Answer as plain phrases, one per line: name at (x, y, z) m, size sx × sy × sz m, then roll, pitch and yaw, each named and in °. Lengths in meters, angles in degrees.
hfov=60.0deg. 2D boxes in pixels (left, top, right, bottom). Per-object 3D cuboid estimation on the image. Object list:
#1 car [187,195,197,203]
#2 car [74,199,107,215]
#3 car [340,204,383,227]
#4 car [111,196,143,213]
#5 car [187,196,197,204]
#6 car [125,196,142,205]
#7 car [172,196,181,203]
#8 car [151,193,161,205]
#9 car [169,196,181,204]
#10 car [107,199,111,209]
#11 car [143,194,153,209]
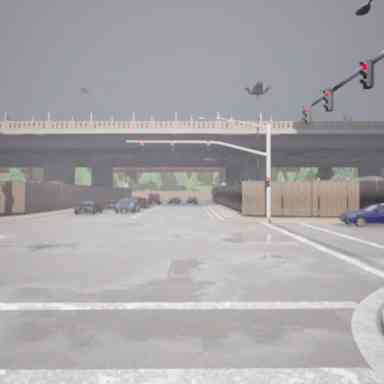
car at (0.079, 1.552, 73.962) m, size 2.128 × 1.511 × 4.902 m, roll 0°, pitch 0°, yaw 0°
car at (-10.548, 1.577, 34.224) m, size 1.994 × 1.385 × 4.181 m, roll 0°, pitch 0°, yaw 1°
car at (12.049, 1.479, 21.483) m, size 4.674 × 1.442 × 1.812 m, roll 0°, pitch 0°, yaw 1°
car at (-7.050, 1.366, 36.663) m, size 2.097 × 1.767 × 4.553 m, roll 0°, pitch 0°, yaw 0°
car at (0.068, 1.625, 63.636) m, size 1.895 × 1.301 × 4.718 m, roll 0°, pitch 0°, yaw 0°
car at (-10.498, 1.515, 60.055) m, size 2.128 × 1.511 × 4.902 m, roll 0°, pitch 0°, yaw 0°
car at (-3.421, 1.622, 73.996) m, size 1.895 × 1.301 × 4.718 m, roll 0°, pitch 0°, yaw 0°
car at (-6.990, 1.247, 61.152) m, size 2.150 × 2.045 × 5.566 m, roll 0°, pitch 0°, yaw 1°
car at (-3.431, 1.625, 64.003) m, size 1.895 × 1.301 × 4.718 m, roll 0°, pitch 0°, yaw 0°
car at (-10.545, 1.579, 42.830) m, size 1.994 × 1.385 × 4.181 m, roll 0°, pitch 0°, yaw 0°
car at (-7.037, 1.495, 45.890) m, size 1.882 × 1.535 × 5.008 m, roll 0°, pitch 0°, yaw 0°
